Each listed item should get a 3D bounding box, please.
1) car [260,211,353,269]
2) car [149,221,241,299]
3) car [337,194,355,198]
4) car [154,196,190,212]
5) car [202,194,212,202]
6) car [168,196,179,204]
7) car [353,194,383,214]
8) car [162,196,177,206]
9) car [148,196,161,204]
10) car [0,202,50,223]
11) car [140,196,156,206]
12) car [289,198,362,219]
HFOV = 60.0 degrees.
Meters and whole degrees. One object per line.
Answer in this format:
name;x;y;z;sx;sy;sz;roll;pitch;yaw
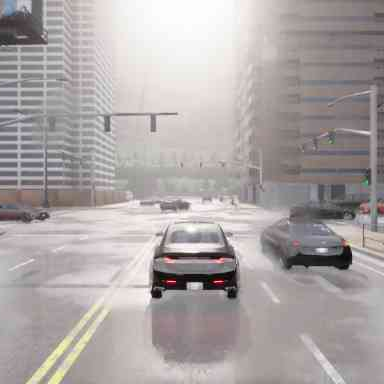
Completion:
car;3.566;1.564;11.112;1.994;1.385;4.181;0;0;0
car;0.055;1.492;8.462;2.128;1.511;4.902;0;0;0
car;17.152;1.221;36.516;5.566;2.045;2.150;0;0;0
car;-1.868;1.491;38.254;2.128;1.511;4.902;0;0;26
car;3.406;1.355;76.835;2.097;1.767;4.553;0;0;0
car;-3.624;1.505;65.031;1.837;1.490;4.892;0;0;0
car;18.977;1.352;32.996;4.553;1.767;2.097;0;0;0
car;-3.656;1.492;55.092;2.128;1.511;4.902;0;0;0
car;-7.132;1.526;63.211;1.812;1.442;4.674;0;0;1
car;-12.984;1.564;25.178;4.181;1.385;1.994;0;0;12
car;-7.161;1.526;53.298;1.812;1.442;4.674;0;0;1
car;10.072;1.477;25.851;5.008;1.535;1.882;0;0;0
